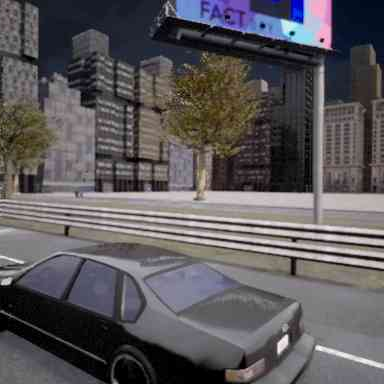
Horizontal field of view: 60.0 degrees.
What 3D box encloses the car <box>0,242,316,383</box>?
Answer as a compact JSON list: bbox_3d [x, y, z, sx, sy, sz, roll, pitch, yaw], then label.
[{"bbox_3d":[-1.158,1.461,4.708,5.357,1.411,2.033,2,1,36],"label":"car"}]
